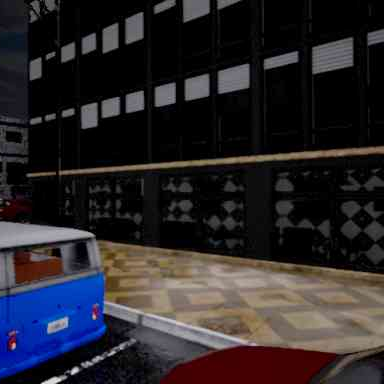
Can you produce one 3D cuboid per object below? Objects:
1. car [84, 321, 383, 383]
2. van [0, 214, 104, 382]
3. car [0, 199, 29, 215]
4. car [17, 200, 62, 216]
[{"bbox_3d":[1.525,1.581,1.751,4.206,1.307,1.802,0,0,35],"label":"car"},{"bbox_3d":[-3.108,1.364,5.054,3.998,1.788,1.690,0,0,35],"label":"van"},{"bbox_3d":[-13.004,1.463,27.164,2.192,1.841,5.009,-1,-1,35],"label":"car"},{"bbox_3d":[-16.644,1.682,36.514,1.967,1.590,4.097,-1,-1,35],"label":"car"}]
